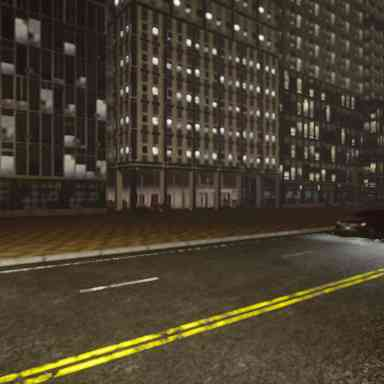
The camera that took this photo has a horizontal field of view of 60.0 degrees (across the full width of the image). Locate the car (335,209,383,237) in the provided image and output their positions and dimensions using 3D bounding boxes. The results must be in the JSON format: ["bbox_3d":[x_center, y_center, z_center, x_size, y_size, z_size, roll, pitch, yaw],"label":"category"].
[{"bbox_3d":[10.345,1.721,19.543,4.674,1.442,1.812,1,-1,-37],"label":"car"}]
